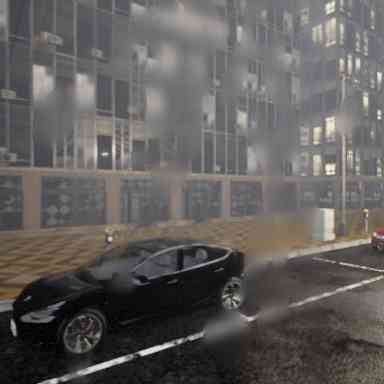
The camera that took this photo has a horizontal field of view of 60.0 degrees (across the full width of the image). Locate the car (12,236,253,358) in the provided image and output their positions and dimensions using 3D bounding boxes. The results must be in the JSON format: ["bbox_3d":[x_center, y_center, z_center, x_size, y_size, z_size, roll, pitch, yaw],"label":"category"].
[{"bbox_3d":[-0.768,1.551,6.009,4.313,1.339,1.947,0,0,-36],"label":"car"}]

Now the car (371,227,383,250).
[{"bbox_3d":[8.497,1.501,12.621,4.206,1.307,1.802,0,0,-36],"label":"car"}]
